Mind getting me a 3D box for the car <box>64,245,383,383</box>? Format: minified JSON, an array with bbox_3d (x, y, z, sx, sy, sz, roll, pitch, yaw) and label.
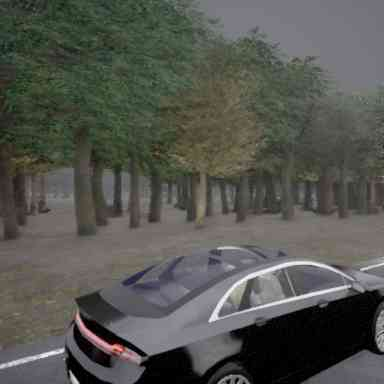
[{"bbox_3d":[0.924,1.479,4.401,4.902,1.511,2.128,0,0,-35],"label":"car"}]
